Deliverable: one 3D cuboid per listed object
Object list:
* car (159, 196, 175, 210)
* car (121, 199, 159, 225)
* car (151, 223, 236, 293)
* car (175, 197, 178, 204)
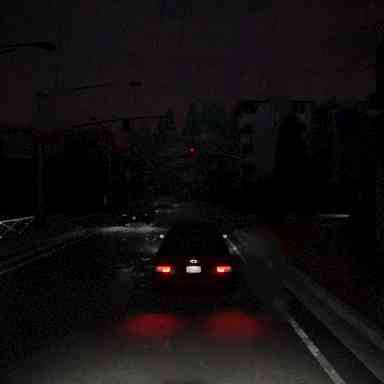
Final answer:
[{"bbox_3d":[-3.713,1.477,43.998,1.882,1.535,5.008,0,0,0],"label":"car"},{"bbox_3d":[-3.645,1.398,23.343,1.837,1.490,4.892,1,0,0],"label":"car"},{"bbox_3d":[0.036,1.547,8.960,2.033,1.411,5.357,0,0,0],"label":"car"},{"bbox_3d":[-3.713,1.525,61.823,1.812,1.442,4.674,0,0,0],"label":"car"}]
